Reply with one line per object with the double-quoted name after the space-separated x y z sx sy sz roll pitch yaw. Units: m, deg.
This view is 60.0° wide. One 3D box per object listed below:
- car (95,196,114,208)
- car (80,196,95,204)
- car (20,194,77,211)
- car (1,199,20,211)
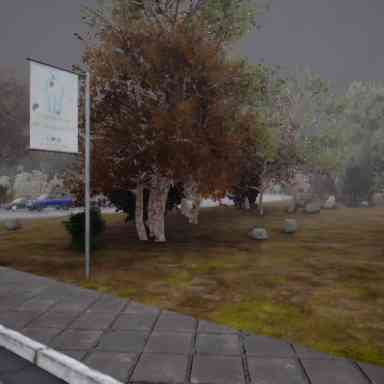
-11.033 1.312 47.945 2.097 1.767 4.553 0 0 37 "car"
-14.844 1.319 48.739 2.097 1.767 4.553 0 0 38 "car"
-17.130 1.212 40.145 2.150 2.045 5.566 0 0 39 "car"
-20.830 1.498 41.122 1.837 1.490 4.892 0 0 38 "car"
